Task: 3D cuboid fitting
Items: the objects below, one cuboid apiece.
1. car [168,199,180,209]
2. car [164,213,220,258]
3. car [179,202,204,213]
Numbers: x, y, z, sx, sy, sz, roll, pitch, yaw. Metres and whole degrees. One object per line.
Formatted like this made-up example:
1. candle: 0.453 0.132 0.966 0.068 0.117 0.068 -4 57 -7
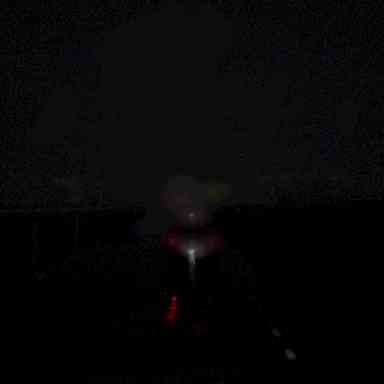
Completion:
1. car: -2.698 1.884 52.830 1.882 1.535 5.008 0 -1 1
2. car: 0.034 1.719 13.222 1.895 1.301 4.718 0 0 0
3. car: 0.064 1.768 28.913 1.812 1.442 4.674 0 0 1
